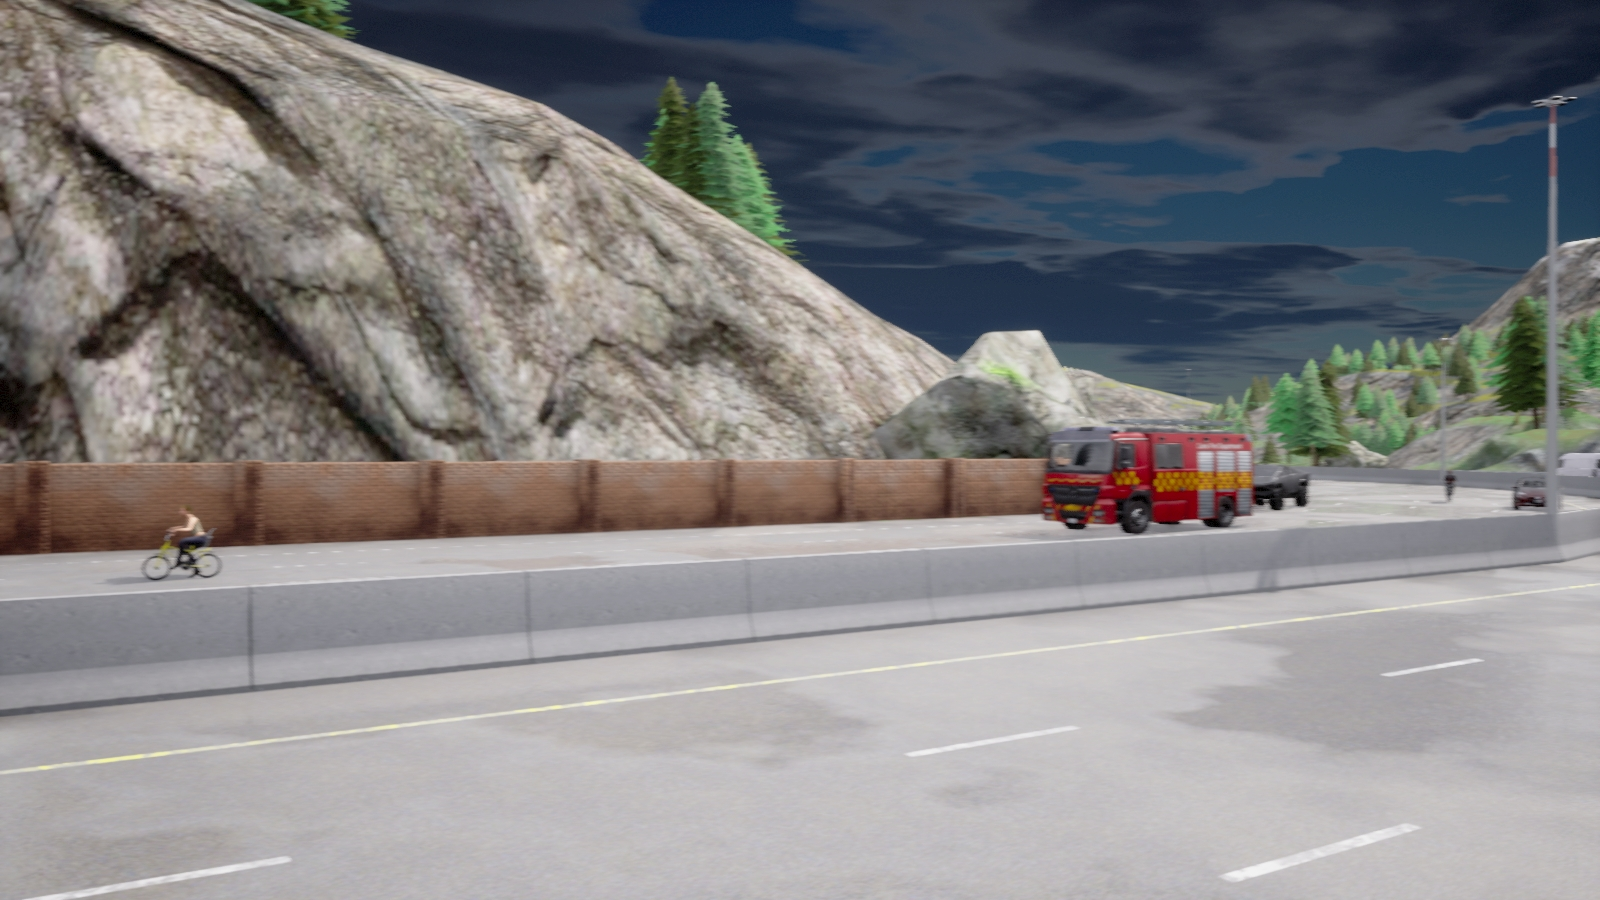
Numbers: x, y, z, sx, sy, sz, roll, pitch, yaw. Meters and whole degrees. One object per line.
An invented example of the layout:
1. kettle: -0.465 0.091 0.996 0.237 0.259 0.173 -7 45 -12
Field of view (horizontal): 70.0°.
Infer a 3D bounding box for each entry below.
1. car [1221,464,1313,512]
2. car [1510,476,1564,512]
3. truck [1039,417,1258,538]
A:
1. car: 22.215 1.734 54.175 2.390 2.098 6.274 0 0 39
2. car: 34.959 2.038 54.258 2.007 1.525 4.514 0 0 31
3. truck: 12.328 0.870 40.011 8.468 3.827 2.891 0 0 -37
